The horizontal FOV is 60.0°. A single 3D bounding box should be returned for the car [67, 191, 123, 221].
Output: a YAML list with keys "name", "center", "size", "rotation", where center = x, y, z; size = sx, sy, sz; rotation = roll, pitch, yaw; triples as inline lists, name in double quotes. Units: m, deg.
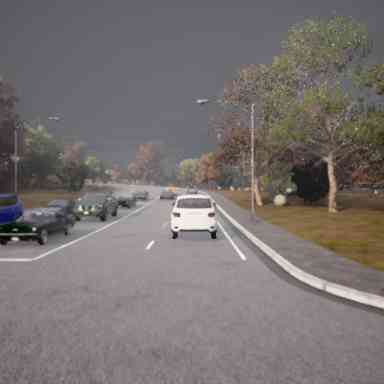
- name: "car"
  center: [-7.086, 0.990, 25.021]
  size: [2.150, 2.045, 5.566]
  rotation: [0, 2, 0]

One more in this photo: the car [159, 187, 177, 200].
- name: "car"
  center: [-3.493, 0.387, 47.070]
  size: [1.994, 1.385, 4.181]
  rotation: [0, 3, 0]

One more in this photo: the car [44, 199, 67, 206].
- name: "car"
  center: [-10.573, 1.256, 27.160]
  size: [2.033, 1.411, 5.357]
  rotation: [0, 2, 1]

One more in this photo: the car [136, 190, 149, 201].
- name: "car"
  center: [-6.993, 0.443, 45.636]
  size: [2.033, 1.411, 5.357]
  rotation: [0, 3, 0]

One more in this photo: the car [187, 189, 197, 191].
- name: "car"
  center: [0.007, 0.303, 47.319]
  size: [2.128, 1.511, 4.902]
  rotation: [0, 3, 0]

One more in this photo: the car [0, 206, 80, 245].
- name: "car"
  center: [-7.084, 1.555, 15.509]
  size: [1.895, 1.301, 4.718]
  rotation: [0, 1, -1]

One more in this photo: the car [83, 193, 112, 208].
- name: "car"
  center: [-10.504, 0.905, 37.438]
  size: [1.895, 1.301, 4.718]
  rotation: [0, 3, 0]

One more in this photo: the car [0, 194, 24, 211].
- name: "car"
  center: [-10.605, 1.159, 16.853]
  size: [2.150, 2.045, 5.566]
  rotation: [0, 1, -2]

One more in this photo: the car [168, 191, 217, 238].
- name: "car"
  center: [0.103, 1.150, 17.537]
  size: [2.150, 2.045, 5.566]
  rotation: [0, 1, 0]

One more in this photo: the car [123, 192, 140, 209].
- name: "car"
  center: [-7.035, 1.017, 34.954]
  size: [1.895, 1.301, 4.718]
  rotation: [0, 2, 1]

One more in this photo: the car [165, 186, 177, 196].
- name: "car"
  center: [-3.586, -0.202, 57.114]
  size: [1.882, 1.535, 5.008]
  rotation: [0, 3, -3]
